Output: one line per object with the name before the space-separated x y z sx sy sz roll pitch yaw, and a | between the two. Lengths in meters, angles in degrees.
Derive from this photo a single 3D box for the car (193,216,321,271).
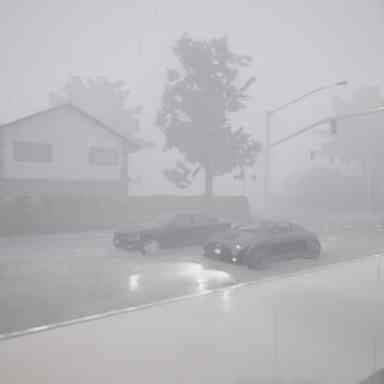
car | 2.406 1.610 11.139 4.181 1.385 1.994 0 0 -35

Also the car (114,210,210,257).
car | -0.619 1.516 13.298 5.008 1.535 1.882 1 0 -35
